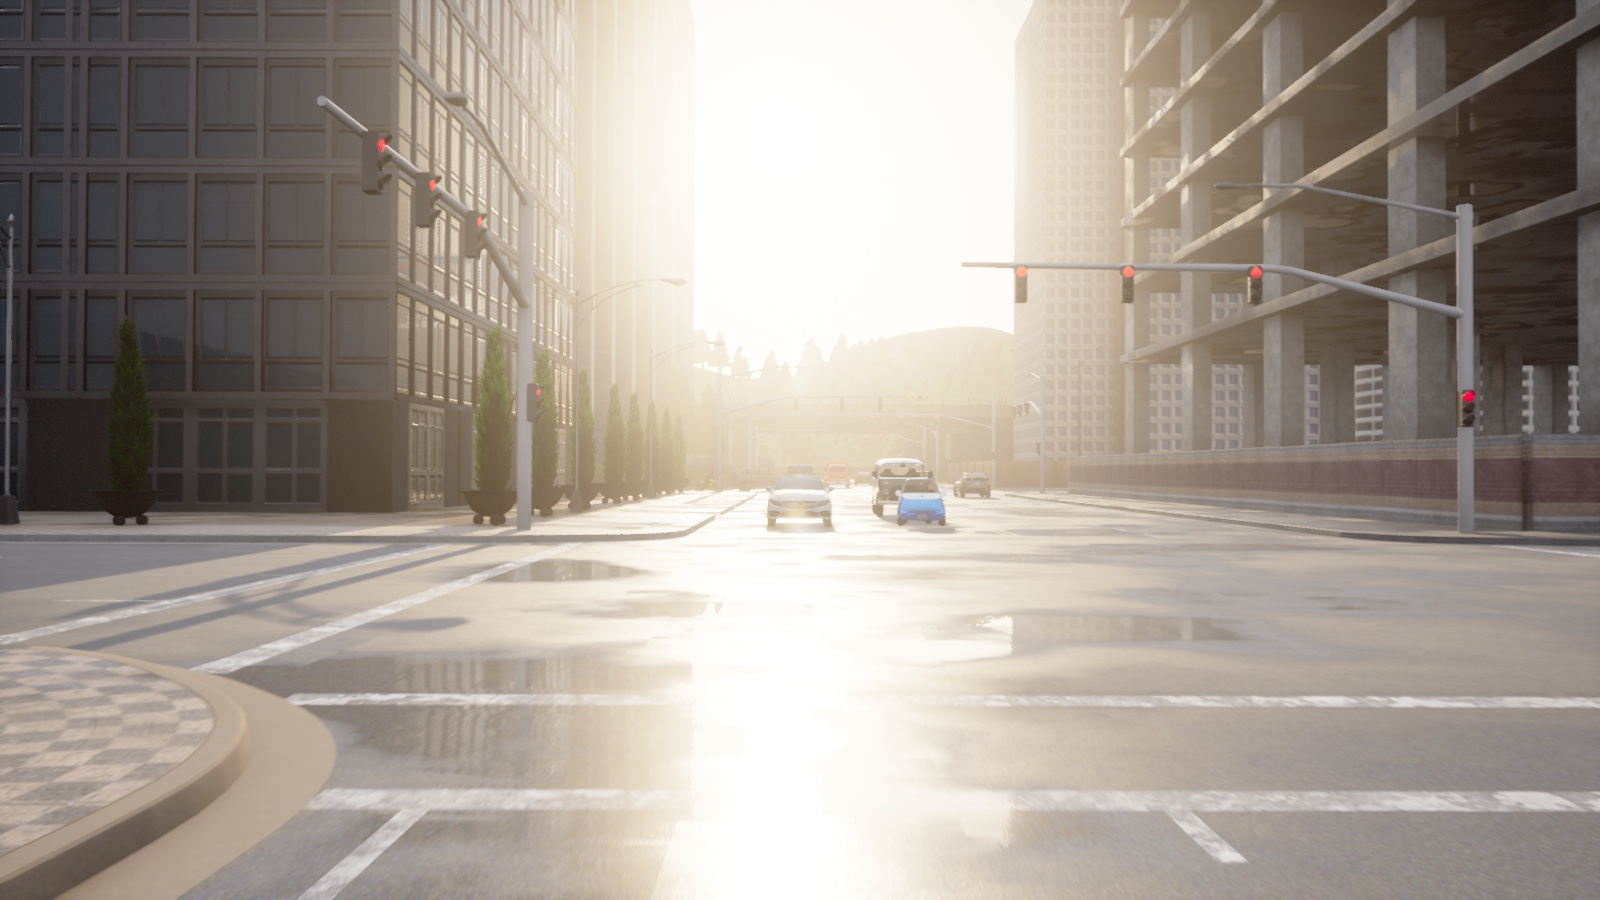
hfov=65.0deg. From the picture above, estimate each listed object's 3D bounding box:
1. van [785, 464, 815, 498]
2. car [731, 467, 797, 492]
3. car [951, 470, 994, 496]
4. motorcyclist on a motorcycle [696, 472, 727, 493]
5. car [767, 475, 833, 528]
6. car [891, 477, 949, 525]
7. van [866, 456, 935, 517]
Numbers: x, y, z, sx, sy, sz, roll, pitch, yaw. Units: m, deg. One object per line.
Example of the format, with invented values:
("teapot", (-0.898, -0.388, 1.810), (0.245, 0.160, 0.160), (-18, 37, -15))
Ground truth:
("van", (-0.010, 1.823, 75.027), (1.775, 1.987, 4.442), (0, -1, 0))
("car", (-2.711, 2.226, 94.621), (4.605, 1.855, 1.932), (0, 0, -15))
("car", (10.488, 2.003, 76.653), (2.007, 1.525, 4.514), (0, -1, 0))
("motorcyclist on a motorcycle", (-6.329, 2.326, 89.856), (2.044, 1.523, 0.797), (0, 1, 8))
("car", (-0.007, 1.455, 36.692), (1.812, 1.442, 4.674), (0, -1, 0))
("car", (3.493, 1.473, 36.893), (1.481, 1.376, 2.207), (0, -1, 0))
("van", (3.490, 1.269, 44.486), (2.069, 2.038, 4.480), (0, -1, 0))
